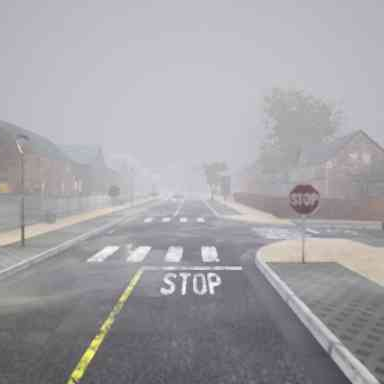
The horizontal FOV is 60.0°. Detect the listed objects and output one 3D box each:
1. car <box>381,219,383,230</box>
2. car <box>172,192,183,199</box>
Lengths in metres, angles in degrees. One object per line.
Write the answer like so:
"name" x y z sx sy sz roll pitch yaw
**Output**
"car" 11.529 1.494 15.761 4.674 1.442 1.812 1 0 -1
"car" -2.748 0.666 65.004 1.994 1.385 4.181 0 1 0
